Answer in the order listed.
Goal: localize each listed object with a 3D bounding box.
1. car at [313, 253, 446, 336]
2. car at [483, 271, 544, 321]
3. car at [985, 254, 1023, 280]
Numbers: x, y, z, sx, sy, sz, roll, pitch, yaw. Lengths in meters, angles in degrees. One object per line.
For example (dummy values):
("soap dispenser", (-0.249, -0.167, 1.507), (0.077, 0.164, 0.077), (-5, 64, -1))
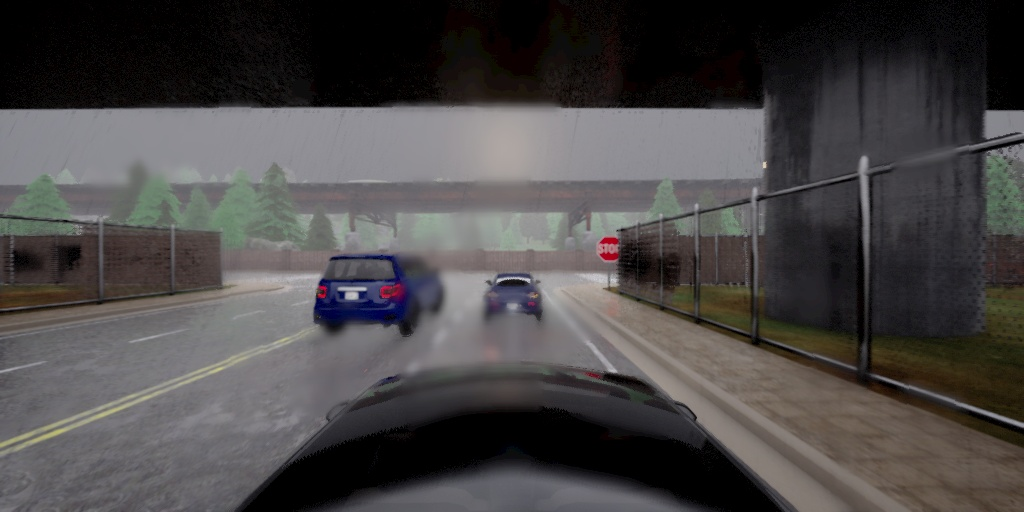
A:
("car", (-3.447, 0.944, 10.451), (2.150, 2.045, 5.566), (0, 0, 0))
("car", (0.065, 1.243, 12.202), (1.812, 1.442, 4.674), (0, 0, 0))
("car", (41.463, 0.888, 29.658), (5.566, 2.045, 2.150), (0, 0, 1))
